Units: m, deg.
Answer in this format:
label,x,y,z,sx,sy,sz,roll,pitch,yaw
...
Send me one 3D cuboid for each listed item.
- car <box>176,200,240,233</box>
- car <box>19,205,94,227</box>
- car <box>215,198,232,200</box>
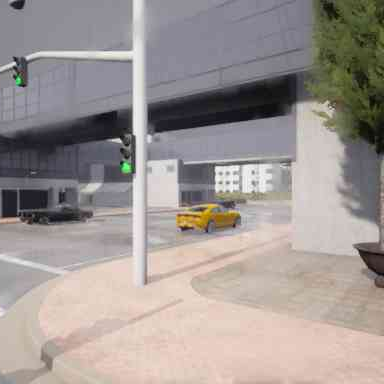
label,x,y,z,sx,sy,sz,roll,pitch,yaw
car,1.105,1.478,19.667,1.882,1.535,5.008,0,0,36
car,-9.369,1.590,23.279,1.895,1.301,4.718,0,0,36
car,3.674,1.480,41.260,2.128,1.511,4.902,0,0,36
